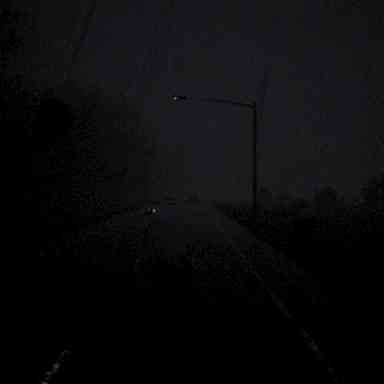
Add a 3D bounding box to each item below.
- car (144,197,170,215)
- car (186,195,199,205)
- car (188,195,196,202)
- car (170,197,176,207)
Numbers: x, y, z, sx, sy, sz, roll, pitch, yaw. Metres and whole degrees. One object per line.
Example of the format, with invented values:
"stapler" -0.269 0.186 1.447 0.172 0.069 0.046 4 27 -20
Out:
"car" -3.421 1.471 32.465 1.812 1.442 4.674 0 0 0
"car" 0.065 1.257 56.974 2.097 1.767 4.553 0 0 0
"car" -0.045 1.381 73.627 1.837 1.490 4.892 0 0 0
"car" -3.379 1.464 50.455 2.033 1.411 5.357 0 0 1
